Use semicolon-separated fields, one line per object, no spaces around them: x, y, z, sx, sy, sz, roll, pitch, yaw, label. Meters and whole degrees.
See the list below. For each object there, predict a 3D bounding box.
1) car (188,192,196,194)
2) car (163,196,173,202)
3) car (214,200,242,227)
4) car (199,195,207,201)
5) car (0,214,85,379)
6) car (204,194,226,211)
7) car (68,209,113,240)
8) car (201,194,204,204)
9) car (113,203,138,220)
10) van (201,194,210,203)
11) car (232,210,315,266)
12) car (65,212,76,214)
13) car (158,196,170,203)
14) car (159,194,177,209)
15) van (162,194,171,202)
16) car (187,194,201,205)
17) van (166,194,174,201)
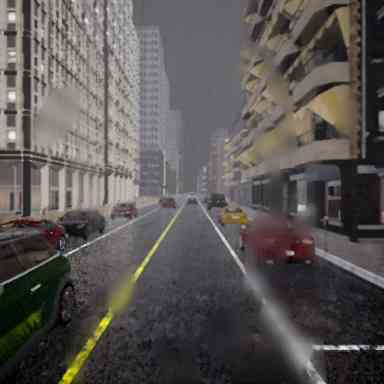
0.031;1.104;72.426;2.150;2.045;5.566;0;0;0;car
-5.658;1.573;79.134;2.008;1.369;4.403;0;0;0;car
2.700;1.521;22.815;1.752;1.417;4.829;0;0;0;car
2.725;1.579;84.779;2.008;1.369;4.403;0;0;0;car
-3.097;1.351;3.942;2.097;1.767;4.553;0;0;0;car
3.017;1.224;41.185;2.150;2.045;5.566;0;0;0;car
-5.683;1.562;17.000;1.947;1.339;4.313;0;0;0;car
2.716;1.592;62.185;1.802;1.307;4.206;0;0;0;car
-5.678;1.578;28.297;1.802;1.307;4.206;0;0;0;car
2.718;1.355;67.833;1.690;1.788;3.998;0;0;0;van
2.695;1.542;11.347;1.887;1.381;4.507;0;0;0;car
-5.685;1.579;11.350;1.802;1.307;4.206;0;0;0;car
-5.662;1.580;67.837;1.947;1.339;4.313;0;0;0;car
-3.069;1.478;44.679;1.882;1.535;5.008;0;0;0;car
-5.660;1.359;73.486;1.690;1.788;3.998;0;0;0;van
0.045;1.555;57.217;2.033;1.411;5.357;0;0;1;car
-5.655;1.369;84.783;1.690;1.788;3.998;0;0;0;van
